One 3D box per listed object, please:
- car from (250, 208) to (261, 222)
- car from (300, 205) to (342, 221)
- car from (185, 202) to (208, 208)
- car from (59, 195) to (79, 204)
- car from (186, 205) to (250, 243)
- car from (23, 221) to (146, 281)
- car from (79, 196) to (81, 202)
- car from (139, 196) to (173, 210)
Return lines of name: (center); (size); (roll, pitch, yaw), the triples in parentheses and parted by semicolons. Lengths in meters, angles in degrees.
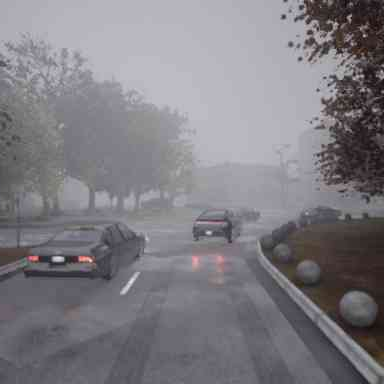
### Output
car: (4.032, 1.850, 27.931); (2.033, 1.411, 5.357); (0, -1, 32)
car: (12.256, 1.920, 31.568); (4.181, 1.385, 1.994); (0, -1, -32)
car: (1.069, 2.317, 55.075); (4.718, 1.301, 1.895); (-1, -1, 38)
car: (-31.933, 2.292, 84.858); (4.553, 1.767, 2.185); (0, 0, -15)
car: (1.456, 1.621, 17.017); (2.128, 1.511, 4.902); (0, -1, 17)
car: (-2.804, 1.588, 10.002); (2.033, 1.411, 5.357); (0, -1, 5)
car: (-32.663, 2.433, 87.521); (5.008, 1.535, 2.097); (0, 0, -15)
car: (-5.944, 1.931, 55.392); (5.566, 2.045, 2.150); (0, -1, 20)
